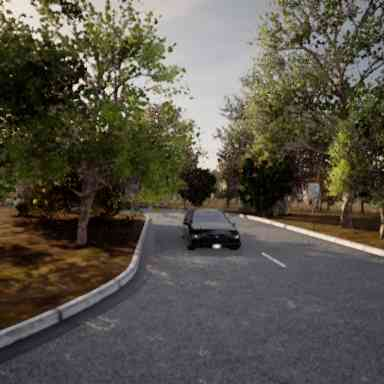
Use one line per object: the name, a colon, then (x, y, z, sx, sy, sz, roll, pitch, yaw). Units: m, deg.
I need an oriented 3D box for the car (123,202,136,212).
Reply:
car: (-7.854, 1.216, 33.976, 5.008, 1.535, 1.882, 1, -2, 15)

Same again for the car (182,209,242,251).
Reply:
car: (0.583, 1.410, 13.646, 2.033, 1.411, 5.357, 1, 0, -6)
